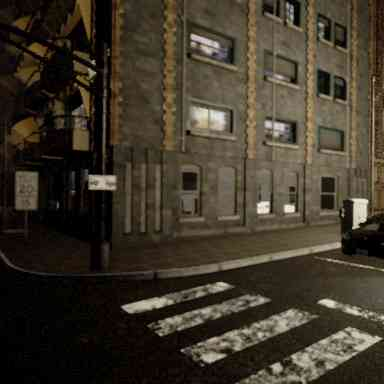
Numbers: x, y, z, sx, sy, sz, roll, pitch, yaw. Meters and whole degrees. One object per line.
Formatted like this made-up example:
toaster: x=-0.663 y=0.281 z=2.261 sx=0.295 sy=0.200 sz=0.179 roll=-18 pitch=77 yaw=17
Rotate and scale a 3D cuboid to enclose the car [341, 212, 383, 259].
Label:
car: x=6.679 y=1.350 z=10.841 sx=4.313 sy=1.339 sz=1.947 roll=-1 pitch=2 yaw=-35
